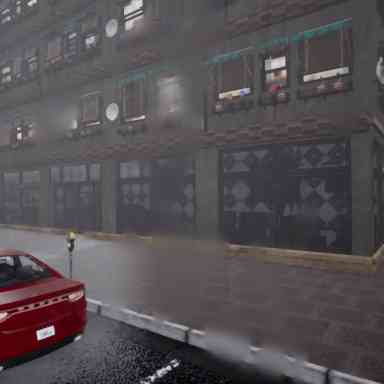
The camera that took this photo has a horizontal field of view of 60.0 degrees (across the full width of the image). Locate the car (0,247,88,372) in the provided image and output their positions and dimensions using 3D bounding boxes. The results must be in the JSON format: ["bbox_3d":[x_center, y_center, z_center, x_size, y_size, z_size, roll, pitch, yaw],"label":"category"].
[{"bbox_3d":[-3.557,1.546,5.267,4.507,1.381,1.887,0,-1,36],"label":"car"}]
